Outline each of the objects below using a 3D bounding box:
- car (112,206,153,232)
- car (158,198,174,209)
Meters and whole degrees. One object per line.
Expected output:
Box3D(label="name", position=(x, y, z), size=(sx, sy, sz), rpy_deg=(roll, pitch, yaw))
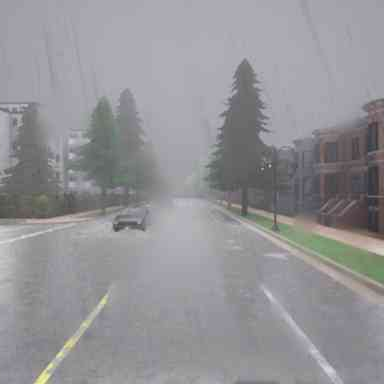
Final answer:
Box3D(label="car", position=(-3.557, 1.616, 20.891), size=(2.033, 1.411, 5.357), rpy_deg=(0, 0, 0))
Box3D(label="car", position=(-3.621, 1.618, 46.980), size=(2.128, 1.511, 4.902), rpy_deg=(0, 0, 0))
